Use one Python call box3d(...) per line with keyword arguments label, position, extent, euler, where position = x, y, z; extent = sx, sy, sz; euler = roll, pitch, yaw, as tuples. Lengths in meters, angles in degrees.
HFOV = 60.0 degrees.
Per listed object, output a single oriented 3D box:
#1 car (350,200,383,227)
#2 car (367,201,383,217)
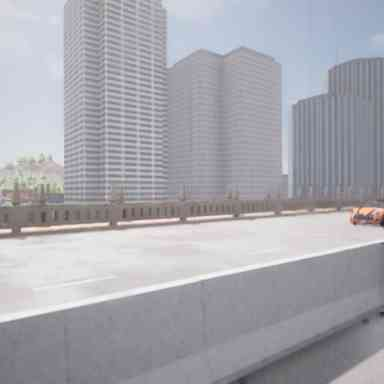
box3d(label="car", position=(12.582, 1.304, 22.415), extent=(4.553, 1.767, 2.097), euler=(0, 0, -37))
box3d(label="car", position=(18.646, 1.528, 31.437), extent=(4.718, 1.301, 1.895), euler=(0, 0, -37))
